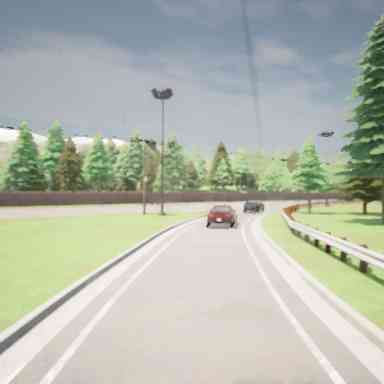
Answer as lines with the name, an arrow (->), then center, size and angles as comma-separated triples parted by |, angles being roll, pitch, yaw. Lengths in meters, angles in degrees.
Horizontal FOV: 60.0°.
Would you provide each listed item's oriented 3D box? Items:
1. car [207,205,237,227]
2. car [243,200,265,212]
car -> 2.187, 1.639, 23.770 | 1.812, 1.442, 4.674 | 0, 0, 11
car -> 7.707, 1.690, 40.884 | 2.128, 1.511, 4.902 | 0, 0, 24
